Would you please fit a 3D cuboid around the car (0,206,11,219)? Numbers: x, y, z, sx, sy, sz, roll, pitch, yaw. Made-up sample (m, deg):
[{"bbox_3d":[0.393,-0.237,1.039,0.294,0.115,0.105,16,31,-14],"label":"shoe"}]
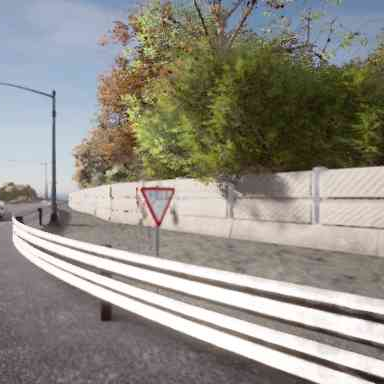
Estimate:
[{"bbox_3d":[-19.708,2.063,33.621,1.895,1.301,4.718,0,-1,-18],"label":"car"}]
